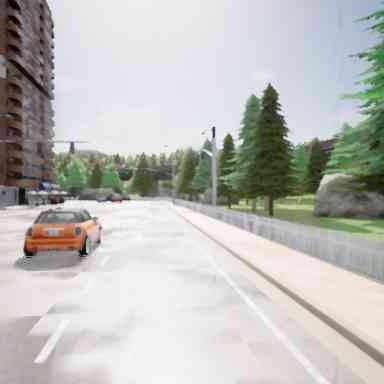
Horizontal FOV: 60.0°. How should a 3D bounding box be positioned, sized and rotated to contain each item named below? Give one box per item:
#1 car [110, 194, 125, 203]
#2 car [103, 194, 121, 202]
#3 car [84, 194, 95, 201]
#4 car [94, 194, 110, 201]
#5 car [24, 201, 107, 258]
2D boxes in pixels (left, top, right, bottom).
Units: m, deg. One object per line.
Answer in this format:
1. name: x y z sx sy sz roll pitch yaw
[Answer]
1. car: -17.773 1.513 79.005 2.150 2.045 5.566 0 0 -17
2. car: -22.099 1.569 92.085 5.566 2.045 2.150 0 0 44
3. car: -26.940 1.581 91.675 4.718 1.301 1.895 0 0 38
4. car: -20.572 1.653 76.292 2.097 1.767 4.553 0 0 -12
5. car: -4.931 1.412 13.364 2.097 1.767 4.553 0 0 -7
